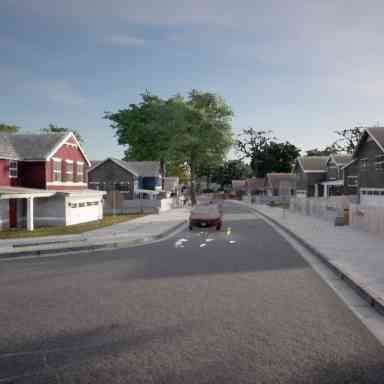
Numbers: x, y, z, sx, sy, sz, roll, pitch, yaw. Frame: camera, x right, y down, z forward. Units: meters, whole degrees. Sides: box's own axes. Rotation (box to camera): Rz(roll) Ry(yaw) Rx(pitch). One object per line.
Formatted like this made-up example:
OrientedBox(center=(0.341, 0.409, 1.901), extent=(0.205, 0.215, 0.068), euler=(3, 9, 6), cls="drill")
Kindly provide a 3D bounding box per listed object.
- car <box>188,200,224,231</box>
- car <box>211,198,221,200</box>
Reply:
OrientedBox(center=(0.947, 1.509, 20.966), extent=(1.882, 1.535, 5.008), euler=(0, 0, 7), cls="car")
OrientedBox(center=(3.302, 1.569, 45.164), extent=(2.128, 1.511, 4.902), euler=(0, 0, 4), cls="car")
